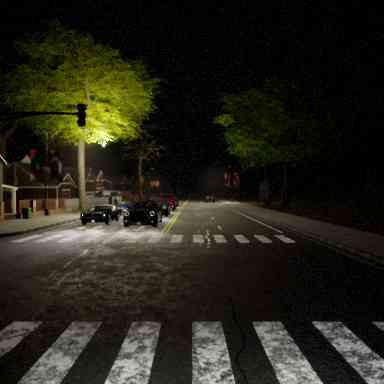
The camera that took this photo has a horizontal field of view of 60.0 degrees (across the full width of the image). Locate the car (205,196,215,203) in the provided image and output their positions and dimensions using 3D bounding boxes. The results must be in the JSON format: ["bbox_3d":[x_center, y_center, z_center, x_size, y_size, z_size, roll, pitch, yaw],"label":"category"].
[{"bbox_3d":[3.669,1.503,67.644,1.837,1.490,4.892,0,0,1],"label":"car"}]

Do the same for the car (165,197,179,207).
[{"bbox_3d":[-3.059,1.499,51.891,1.837,1.490,4.892,0,0,1],"label":"car"}]

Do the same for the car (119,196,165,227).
[{"bbox_3d":[-3.240,1.345,22.531,2.097,1.767,4.553,0,0,0],"label":"car"}]

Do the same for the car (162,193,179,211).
[{"bbox_3d":[-3.148,1.211,41.220,2.150,2.045,5.566,0,0,0],"label":"car"}]

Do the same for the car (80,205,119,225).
[{"bbox_3d":[-6.482,1.593,24.028,1.895,1.301,4.718,0,0,0],"label":"car"}]

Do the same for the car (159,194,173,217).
[{"bbox_3d":[-3.197,1.343,31.389,2.097,1.767,4.553,0,0,0],"label":"car"}]

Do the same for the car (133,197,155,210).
[{"bbox_3d":[-6.374,1.484,44.640,2.128,1.511,4.902,0,0,1],"label":"car"}]

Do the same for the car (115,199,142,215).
[{"bbox_3d":[-6.422,1.517,34.200,1.812,1.442,4.674,0,0,0],"label":"car"}]
